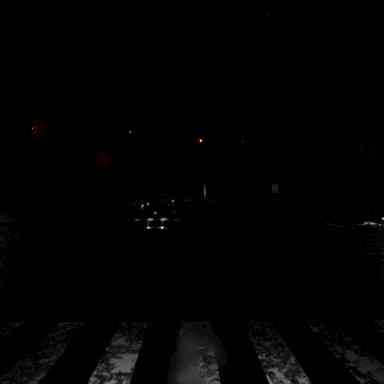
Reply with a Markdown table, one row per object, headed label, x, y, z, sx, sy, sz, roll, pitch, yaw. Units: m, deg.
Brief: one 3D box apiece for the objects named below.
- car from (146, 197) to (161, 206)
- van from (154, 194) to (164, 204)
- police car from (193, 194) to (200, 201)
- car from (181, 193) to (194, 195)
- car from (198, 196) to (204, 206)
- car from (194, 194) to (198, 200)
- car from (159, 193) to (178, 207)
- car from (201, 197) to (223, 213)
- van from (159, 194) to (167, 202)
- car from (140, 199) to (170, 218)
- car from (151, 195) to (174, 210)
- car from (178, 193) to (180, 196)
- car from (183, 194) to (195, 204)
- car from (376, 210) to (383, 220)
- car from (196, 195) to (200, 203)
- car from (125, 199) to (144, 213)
| label | x | y | z | sx | sy | sz | roll | pitch | yaw |
| --- | --- | --- | --- | --- | --- | --- | --- | --- | --- |
| car | -6.429 | 1.579 | 55.824 | 1.947 | 1.339 | 4.313 | 0 | 0 | -1 |
| van | -6.585 | 1.361 | 66.649 | 1.690 | 1.788 | 3.998 | 0 | 0 | -1 |
| police car | 1.203 | 1.464 | 90.558 | 1.930 | 1.638 | 5.238 | 0 | 0 | -1 |
| car | -0.943 | 1.550 | 75.571 | 2.128 | 1.511 | 4.902 | 0 | 0 | -1 |
| car | 2.220 | 1.554 | 47.269 | 1.887 | 1.381 | 4.507 | 0 | 0 | -1 |
| car | 2.000 | 1.568 | 62.584 | 2.008 | 1.369 | 4.403 | 0 | 0 | -1 |
| car | -3.703 | 1.363 | 52.181 | 2.097 | 1.767 | 4.553 | 0 | 0 | -1 |
| car | 2.376 | 1.556 | 36.381 | 2.008 | 1.369 | 4.403 | 0 | 0 | -1 |
| van | -6.741 | 1.369 | 77.475 | 1.690 | 1.788 | 3.998 | 0 | 0 | -1 |
| car | -3.187 | 1.568 | 29.630 | 1.994 | 1.385 | 4.181 | 0 | 0 | -4 |
| car | -3.540 | 1.484 | 40.423 | 1.882 | 1.535 | 5.008 | 0 | 0 | -1 |
| car | -3.820 | 1.508 | 62.408 | 2.128 | 1.511 | 4.902 | 0 | 0 | 0 |
| car | -0.706 | 1.620 | 65.643 | 1.895 | 1.301 | 4.718 | 0 | 0 | -1 |
| car | 14.710 | 1.249 | 21.033 | 5.357 | 1.411 | 2.033 | -1 | 0 | -1 |
| car | 2.142 | 1.562 | 52.713 | 2.008 | 1.369 | 4.403 | 0 | 0 | -1 |
| car | -6.148 | 1.556 | 36.262 | 2.008 | 1.369 | 4.403 | 0 | 0 | -1 |
